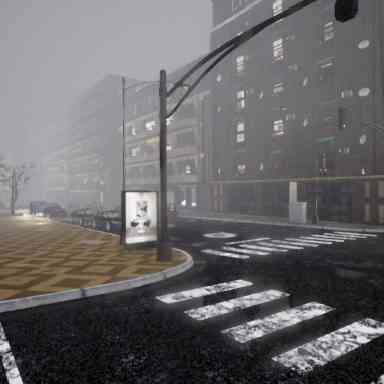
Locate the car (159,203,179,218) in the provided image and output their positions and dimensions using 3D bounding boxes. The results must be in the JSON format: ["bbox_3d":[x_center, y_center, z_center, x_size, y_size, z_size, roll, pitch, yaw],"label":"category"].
[{"bbox_3d":[-3.154,1.823,34.492,1.967,1.590,4.097,-2,0,-36],"label":"car"}]

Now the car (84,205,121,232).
[{"bbox_3d":[-5.576,1.887,23.105,2.008,1.369,4.403,-2,0,-36],"label":"car"}]

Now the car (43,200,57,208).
[{"bbox_3d":[-31.326,2.526,73.216,1.967,1.590,4.097,-2,0,-36],"label":"car"}]

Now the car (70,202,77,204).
[{"bbox_3d":[-21.530,2.423,59.679,1.802,1.307,4.206,-2,0,-36],"label":"car"}]

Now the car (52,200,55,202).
[{"bbox_3d":[-25.375,2.469,60.589,1.994,1.385,4.181,-1,-1,-36],"label":"car"}]

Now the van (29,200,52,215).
[{"bbox_3d":[-19.834,2.034,42.982,1.690,1.788,3.998,-2,0,-36],"label":"van"}]

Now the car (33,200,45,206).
[{"bbox_3d":[-37.851,2.796,82.241,1.887,1.381,4.507,-2,0,-36],"label":"car"}]

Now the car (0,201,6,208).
[{"bbox_3d":[-44.641,2.861,77.329,1.887,1.381,4.507,-2,0,-36],"label":"car"}]

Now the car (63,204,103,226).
[{"bbox_3d":[-8.840,1.968,27.617,2.008,1.369,4.403,-2,0,-36],"label":"car"}]

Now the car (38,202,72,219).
[{"bbox_3d":[-14.916,2.114,36.094,1.887,1.381,4.507,-2,0,-36],"label":"car"}]

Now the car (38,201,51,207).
[{"bbox_3d":[-34.586,2.734,77.728,1.947,1.339,4.313,-2,0,-36],"label":"car"}]

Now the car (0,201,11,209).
[{"bbox_3d":[-38.113,2.702,68.305,2.008,1.369,4.403,-2,0,-36],"label":"car"}]

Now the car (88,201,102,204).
[{"bbox_3d":[-15.001,2.118,50.657,1.967,1.590,4.097,-2,0,-36],"label":"car"}]
